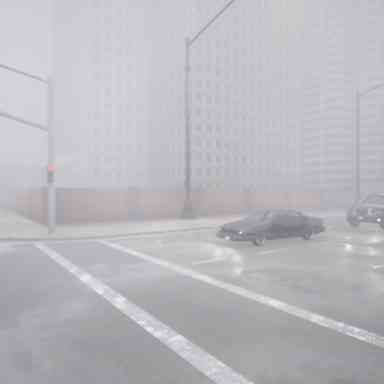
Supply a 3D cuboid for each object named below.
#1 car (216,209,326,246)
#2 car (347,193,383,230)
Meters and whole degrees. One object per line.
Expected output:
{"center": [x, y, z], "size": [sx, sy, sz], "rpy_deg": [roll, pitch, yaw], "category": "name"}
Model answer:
{"center": [3.711, 1.489, 15.009], "size": [5.357, 1.411, 2.033], "rpy_deg": [0, 0, -32], "category": "car"}
{"center": [11.964, 1.115, 20.635], "size": [5.566, 2.045, 2.150], "rpy_deg": [0, 0, -34], "category": "car"}
